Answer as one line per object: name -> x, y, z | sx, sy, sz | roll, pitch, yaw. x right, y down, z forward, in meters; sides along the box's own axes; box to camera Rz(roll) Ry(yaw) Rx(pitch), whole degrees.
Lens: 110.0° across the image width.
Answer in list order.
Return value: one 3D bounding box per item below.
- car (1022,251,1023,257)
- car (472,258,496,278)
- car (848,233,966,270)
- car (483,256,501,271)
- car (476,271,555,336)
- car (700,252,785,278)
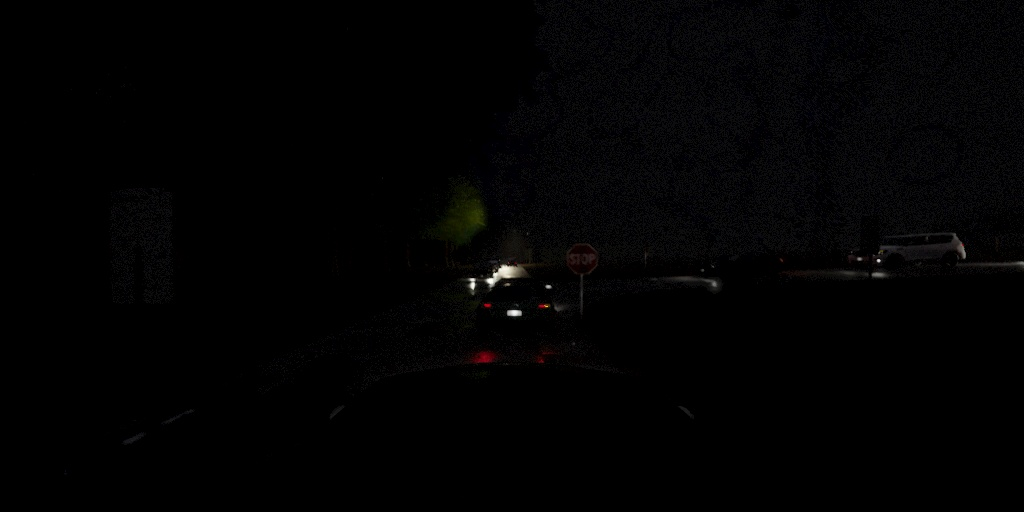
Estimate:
car -> 34.195, -0.529, 21.697 | 4.902, 1.511, 2.128 | -3, 1, 1
car -> -2.783, 1.230, 34.579 | 1.882, 1.535, 5.008 | 0, 0, -1
car -> 23.880, -0.299, 21.808 | 5.566, 2.045, 2.150 | -3, 1, 0
car -> -2.802, 0.983, 45.207 | 2.150, 2.045, 5.566 | 0, 0, -1
car -> 0.210, 1.309, 10.446 | 1.994, 1.385, 4.181 | 0, 0, 4
car -> 14.005, 0.493, 21.910 | 4.674, 1.442, 1.812 | -3, 1, 1
